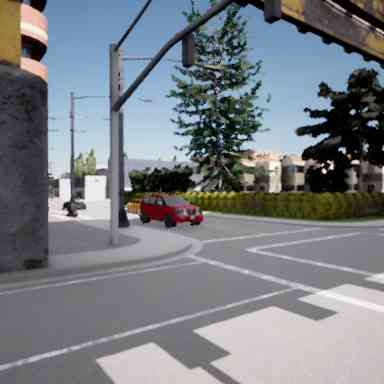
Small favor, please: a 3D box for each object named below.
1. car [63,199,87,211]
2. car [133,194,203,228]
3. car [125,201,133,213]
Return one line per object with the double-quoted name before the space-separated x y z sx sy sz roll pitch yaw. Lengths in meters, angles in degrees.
"car" -14.089 1.520 39.967 1.994 1.385 4.181 0 0 -35
"car" -1.552 1.177 22.117 2.150 2.045 5.566 0 0 -35
"car" -5.108 1.419 33.610 1.882 1.535 5.008 0 0 -35
